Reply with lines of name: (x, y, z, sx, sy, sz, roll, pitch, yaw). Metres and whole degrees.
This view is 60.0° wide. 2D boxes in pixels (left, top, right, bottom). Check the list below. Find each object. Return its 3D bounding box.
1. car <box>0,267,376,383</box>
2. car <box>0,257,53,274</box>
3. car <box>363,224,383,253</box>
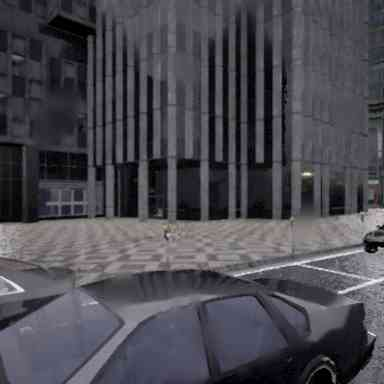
car: (-0.389, 1.550, 3.099, 5.357, 1.411, 2.033, 0, 0, -35)
car: (-3.631, 1.550, 4.060, 4.403, 1.369, 2.008, 0, 0, -35)
car: (8.233, 1.589, 12.521, 4.313, 1.339, 1.947, 0, 0, -35)
